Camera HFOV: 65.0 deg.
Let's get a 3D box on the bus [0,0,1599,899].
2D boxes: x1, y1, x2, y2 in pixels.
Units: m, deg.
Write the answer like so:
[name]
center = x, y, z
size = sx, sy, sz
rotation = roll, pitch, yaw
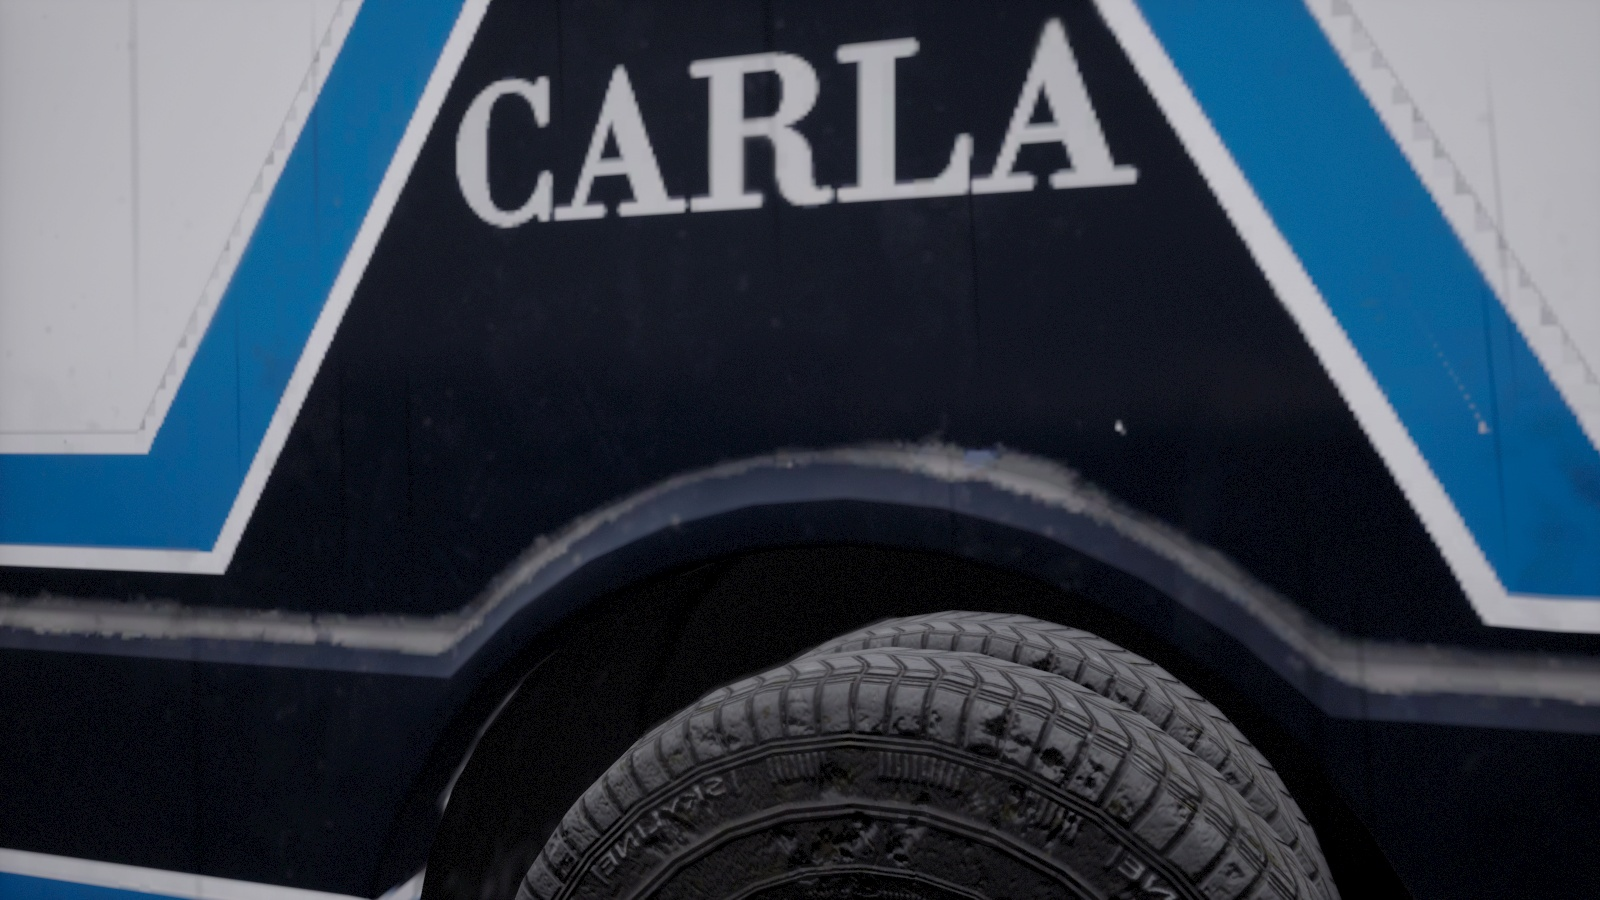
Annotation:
[bus]
center = 3.055, -0.573, 2.145
size = 10.273, 4.253, 3.944
rotation = 1, 1, 19
